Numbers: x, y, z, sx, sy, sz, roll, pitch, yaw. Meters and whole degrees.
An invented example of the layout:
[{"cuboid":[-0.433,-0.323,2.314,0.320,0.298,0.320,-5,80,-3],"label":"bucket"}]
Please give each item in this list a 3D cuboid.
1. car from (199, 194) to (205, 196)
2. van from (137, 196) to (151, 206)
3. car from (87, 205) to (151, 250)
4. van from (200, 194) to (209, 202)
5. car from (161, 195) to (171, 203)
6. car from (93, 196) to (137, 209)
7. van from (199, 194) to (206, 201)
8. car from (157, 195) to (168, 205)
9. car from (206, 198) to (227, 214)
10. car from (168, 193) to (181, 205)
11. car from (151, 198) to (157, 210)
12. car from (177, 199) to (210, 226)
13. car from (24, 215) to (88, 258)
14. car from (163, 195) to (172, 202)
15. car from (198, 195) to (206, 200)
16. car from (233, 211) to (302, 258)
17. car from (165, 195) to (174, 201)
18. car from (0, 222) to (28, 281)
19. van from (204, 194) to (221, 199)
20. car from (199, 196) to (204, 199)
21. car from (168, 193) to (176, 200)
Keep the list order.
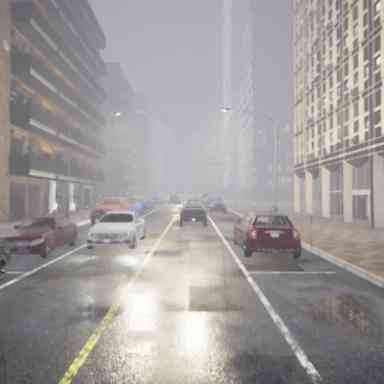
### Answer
[{"cuboid":[2.697,1.568,62.190,1.802,1.307,4.206,1,0,0],"label":"car"},{"cuboid":[-5.641,1.335,34.870,1.690,1.788,3.998,1,0,0],"label":"van"},{"cuboid":[-3.101,1.523,14.455,1.812,1.442,4.674,0,0,0],"label":"car"},{"cuboid":[2.701,1.325,73.205,1.690,1.788,3.998,1,0,0],"label":"van"},{"cuboid":[-5.683,1.509,73.003,1.752,1.417,4.829,1,0,0],"label":"car"},{"cuboid":[-5.640,1.311,23.777,2.192,1.841,5.009,1,0,0],"label":"car"},{"cuboid":[2.699,1.322,84.221,1.690,1.788,3.998,1,0,0],"label":"van"},{"cuboid":[-5.649,1.570,57.057,1.802,1.307,4.206,1,0,0],"label":"car"},{"cuboid":[2.701,1.575,34.971,1.802,1.307,4.206,1,0,0],"label":"car"},{"cuboid":[-3.057,1.340,57.497,2.097,1.767,4.553,0,0,0],"label":"car"},{"cuboid":[-5.647,1.574,40.417,1.802,1.307,4.206,1,0,0],"label":"car"},{"cuboid":[0.098,1.501,23.576,1.837,1.490,4.892,0,0,0],"label":"car"},{"cuboid":[-5.644,1.580,12.684,1.802,1.307,4.206,1,0,0],"label":"car"},{"cuboid":[-5.683,1.508,78.515,1.752,1.417,4.829,1,0,0],"label":"car"},{"cuboid":[2.694,1.562,89.729,1.802,1.307,4.206,1,0,0],"label":"car"},{"cuboid":[2.706,1.438,12.780,1.967,1.590,4.097,1,0,0],"label":"car"},{"cuboid":[-5.684,1.507,84.026,1.752,1.417,4.829,1,0,0],"label":"car"},{"cuboid":[-5.643,1.565,7.137,1.947,1.339,4.313,1,0,0],"label":"car"},{"cuboid":[2.705,1.333,40.519,1.690,1.788,3.998,1,0,0],"label":"van"},{"cuboid":[0.095,1.539,42.665,2.033,1.411,5.357,0,0,0],"label":"car"},{"cuboid":[-5.681,1.294,95.218,2.192,1.841,5.009,1,0,0],"label":"car"}]
